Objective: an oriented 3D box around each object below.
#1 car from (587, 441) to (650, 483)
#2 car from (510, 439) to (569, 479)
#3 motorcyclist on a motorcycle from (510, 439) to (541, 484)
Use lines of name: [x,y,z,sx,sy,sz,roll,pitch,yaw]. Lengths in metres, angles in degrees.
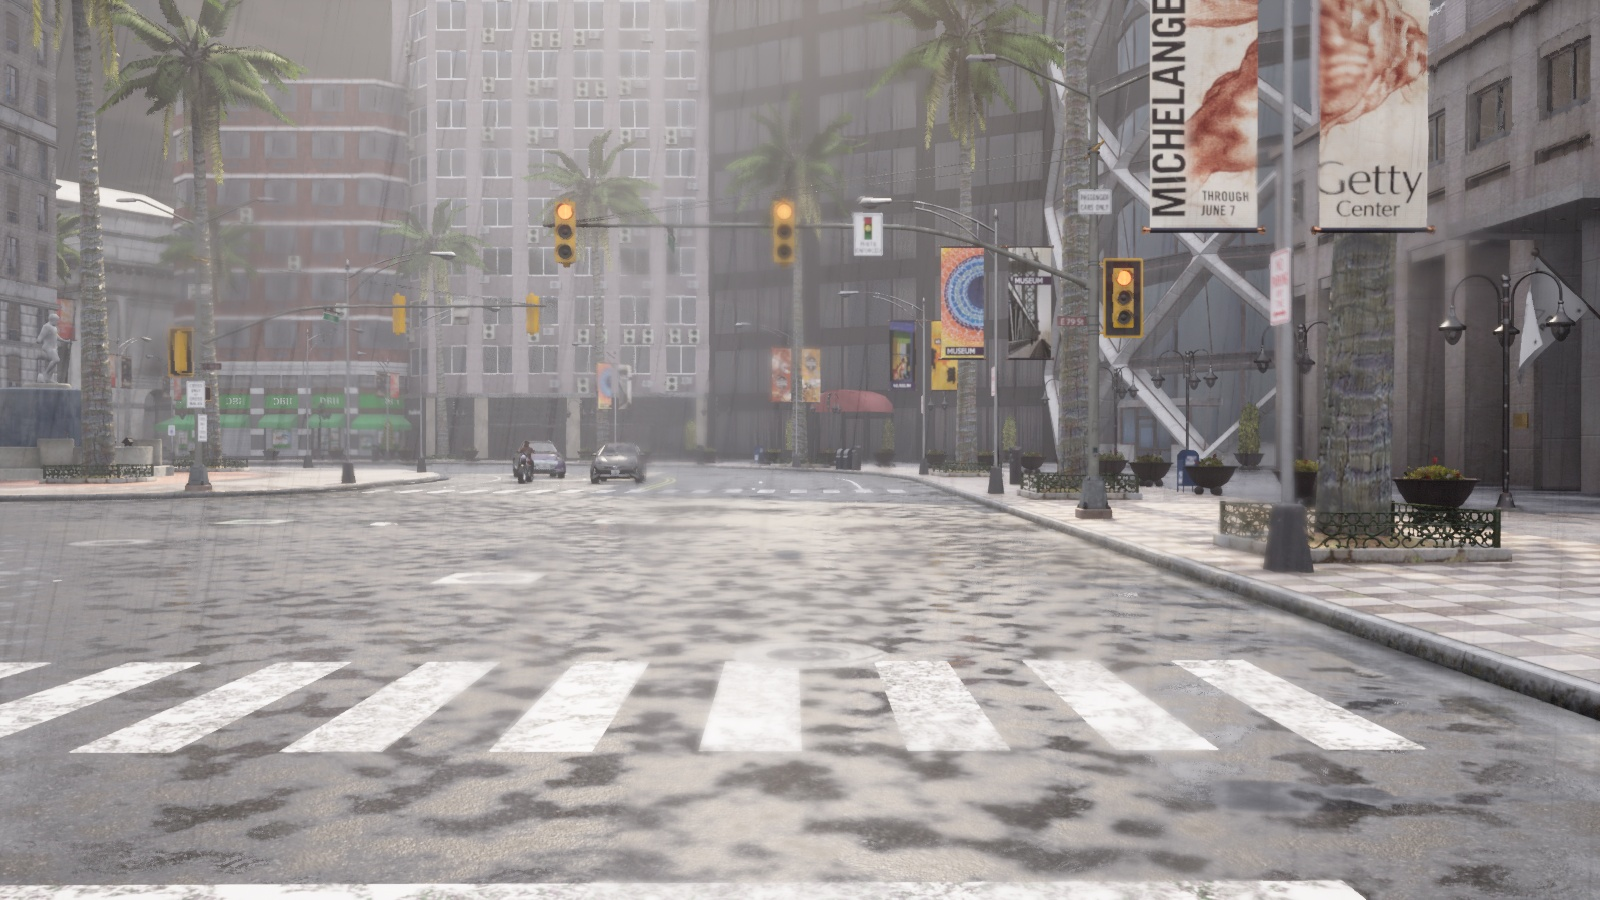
car: [-6.828,0.419,47.699,2.007,1.525,4.514,0,0,-4]
car: [-11.403,0.358,54.732,2.033,1.649,4.856,0,0,-18]
motorcyclist on a motorcycle: [-10.305,0.422,47.220,0.766,1.649,2.350,0,0,-3]
